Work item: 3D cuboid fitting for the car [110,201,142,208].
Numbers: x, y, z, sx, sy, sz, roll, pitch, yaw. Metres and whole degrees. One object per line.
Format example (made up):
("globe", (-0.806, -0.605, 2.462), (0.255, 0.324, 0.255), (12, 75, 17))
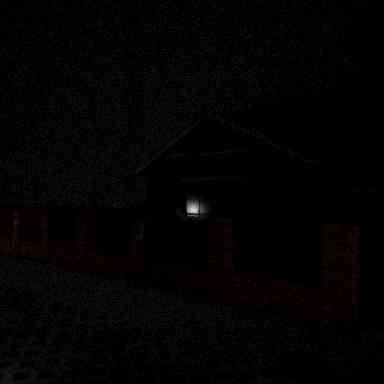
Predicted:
("car", (-6.078, 1.628, 29.032), (2.097, 1.767, 4.553), (-1, -1, 35))
